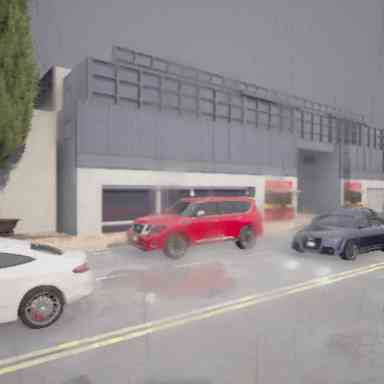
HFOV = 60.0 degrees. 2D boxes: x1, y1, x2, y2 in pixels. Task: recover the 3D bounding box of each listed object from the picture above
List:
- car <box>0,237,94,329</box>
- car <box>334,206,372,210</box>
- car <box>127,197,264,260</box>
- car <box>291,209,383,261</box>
[{"bbox_3d":[-4.006,1.526,5.430,4.674,1.442,1.812,0,0,-35],"label":"car"},{"bbox_3d":[9.060,1.527,18.990,5.357,1.411,2.033,0,0,-35],"label":"car"},{"bbox_3d":[0.324,1.213,12.818,5.566,2.045,2.150,0,0,-36],"label":"car"},{"bbox_3d":[5.601,1.551,12.265,4.181,1.385,1.994,0,0,-35],"label":"car"}]
